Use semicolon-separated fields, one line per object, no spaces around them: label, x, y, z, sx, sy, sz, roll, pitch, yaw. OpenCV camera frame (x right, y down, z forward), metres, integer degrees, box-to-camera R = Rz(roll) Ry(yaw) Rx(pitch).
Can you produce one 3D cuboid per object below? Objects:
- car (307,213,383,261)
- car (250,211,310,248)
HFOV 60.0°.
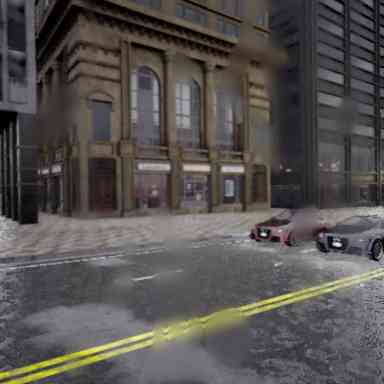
car;6.484;1.570;12.298;4.181;1.385;1.994;0;0;-35
car;4.598;1.571;14.946;4.181;1.385;1.994;0;0;-35
